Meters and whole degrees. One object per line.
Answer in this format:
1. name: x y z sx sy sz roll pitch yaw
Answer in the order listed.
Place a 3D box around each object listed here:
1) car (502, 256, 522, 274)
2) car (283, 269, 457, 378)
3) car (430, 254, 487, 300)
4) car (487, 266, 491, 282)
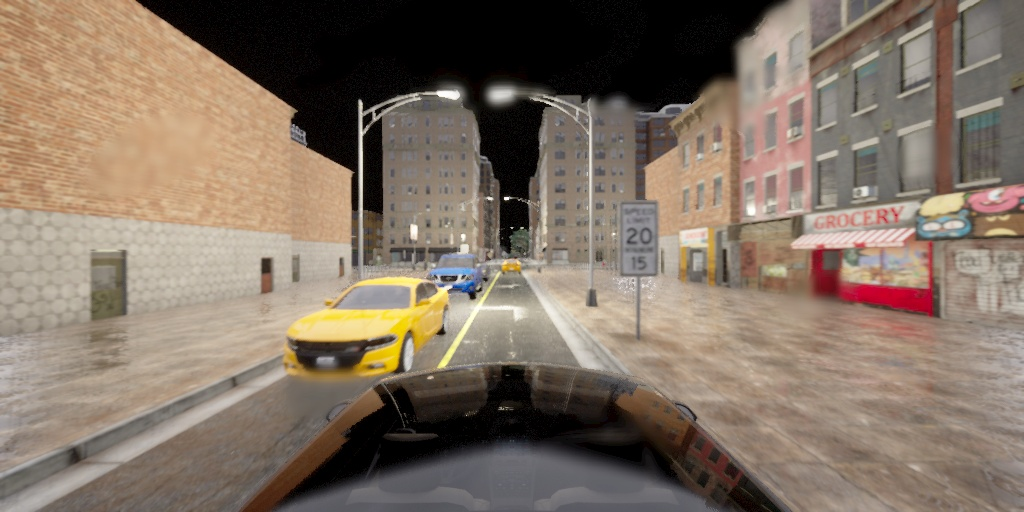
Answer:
1. car: -0.020 1.096 37.870 1.882 1.535 5.008 0 0 0
2. car: -2.602 1.215 7.602 1.882 1.535 5.008 0 0 1
3. car: -2.650 0.922 17.788 2.150 2.045 5.566 0 0 0
4. car: -2.666 1.208 28.484 2.033 1.411 5.357 0 0 0
